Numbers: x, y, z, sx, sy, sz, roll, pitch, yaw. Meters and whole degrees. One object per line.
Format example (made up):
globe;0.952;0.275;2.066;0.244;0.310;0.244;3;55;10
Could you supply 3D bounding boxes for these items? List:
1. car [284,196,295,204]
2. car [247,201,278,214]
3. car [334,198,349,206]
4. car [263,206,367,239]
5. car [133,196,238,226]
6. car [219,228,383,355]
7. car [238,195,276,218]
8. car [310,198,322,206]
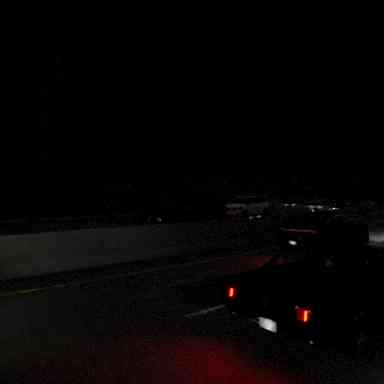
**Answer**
car;22.349;1.855;76.272;2.097;1.767;4.553;0;-1;8
car;8.106;1.718;37.983;1.994;1.385;4.181;0;0;34
car;23.832;1.761;53.037;1.837;1.490;4.892;0;0;22
car;5.190;1.523;12.945;4.902;1.511;2.128;0;0;-43
car;-0.355;1.274;17.532;5.566;2.045;2.150;0;0;-42
car;2.811;1.613;6.168;4.718;1.301;1.895;0;0;-39
car;4.432;1.314;27.395;2.150;2.045;5.566;0;0;41
car;23.637;1.883;63.592;1.812;1.442;4.674;0;0;15
